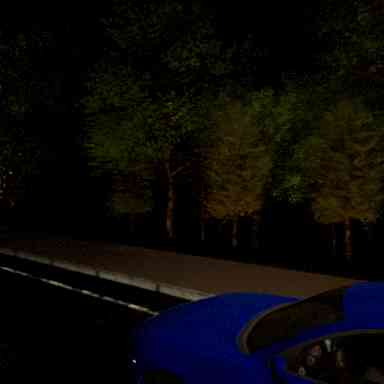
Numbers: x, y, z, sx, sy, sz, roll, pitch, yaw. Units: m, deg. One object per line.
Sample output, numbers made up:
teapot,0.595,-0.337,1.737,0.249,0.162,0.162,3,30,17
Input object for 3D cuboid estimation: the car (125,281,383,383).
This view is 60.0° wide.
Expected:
car,1.651,1.478,2.509,5.008,1.535,1.882,1,0,35
